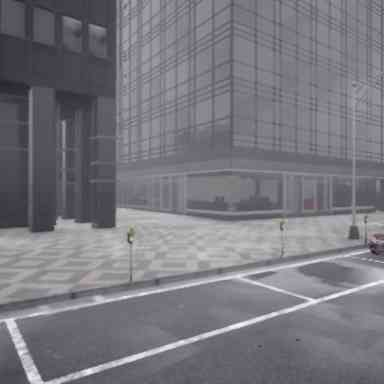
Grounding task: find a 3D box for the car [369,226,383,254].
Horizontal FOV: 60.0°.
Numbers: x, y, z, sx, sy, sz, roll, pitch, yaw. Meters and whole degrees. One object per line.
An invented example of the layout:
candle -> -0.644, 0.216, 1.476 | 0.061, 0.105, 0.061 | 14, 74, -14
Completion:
car -> 8.447, 1.685, 12.679 | 4.206, 1.307, 1.802 | 1, -1, -36
